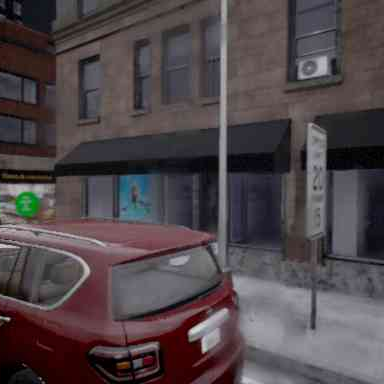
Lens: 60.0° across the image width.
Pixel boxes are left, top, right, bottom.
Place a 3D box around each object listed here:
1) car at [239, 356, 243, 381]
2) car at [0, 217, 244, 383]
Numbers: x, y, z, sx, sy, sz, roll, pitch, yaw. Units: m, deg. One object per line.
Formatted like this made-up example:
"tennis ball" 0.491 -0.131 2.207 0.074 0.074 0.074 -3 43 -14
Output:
"car" 2.715 1.533 0.929 4.829 1.417 1.752 1 1 35
"car" -1.812 1.248 4.061 5.009 1.841 2.192 1 1 35
